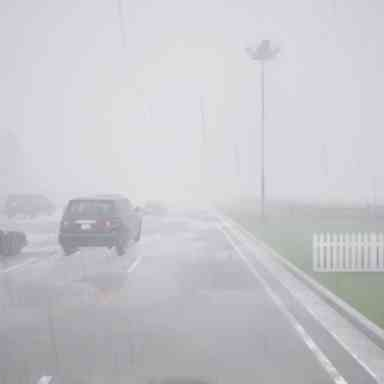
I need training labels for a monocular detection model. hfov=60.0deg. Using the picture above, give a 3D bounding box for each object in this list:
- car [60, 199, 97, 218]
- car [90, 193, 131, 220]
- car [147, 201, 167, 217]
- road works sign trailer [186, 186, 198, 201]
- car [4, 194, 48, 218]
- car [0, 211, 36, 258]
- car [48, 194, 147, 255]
[{"bbox_3d":[-10.393,1.459,30.761,1.812,1.442,4.674,0,0,0],"label":"car"},{"bbox_3d":[-6.894,1.159,28.834,2.150,2.045,5.566,0,0,0],"label":"car"},{"bbox_3d":[-3.394,1.499,30.281,1.994,1.385,4.181,0,0,0],"label":"car"},{"bbox_3d":[0.017,0.297,78.053,2.380,3.560,2.880,0,0,0],"label":"road works sign trailer"},{"bbox_3d":[-13.894,1.159,28.787,2.150,2.045,5.566,0,0,0],"label":"car"},{"bbox_3d":[-6.899,1.526,9.685,2.033,1.411,5.357,0,0,0],"label":"car"},{"bbox_3d":[-3.397,1.193,13.333,2.150,2.045,5.566,0,0,0],"label":"car"}]
